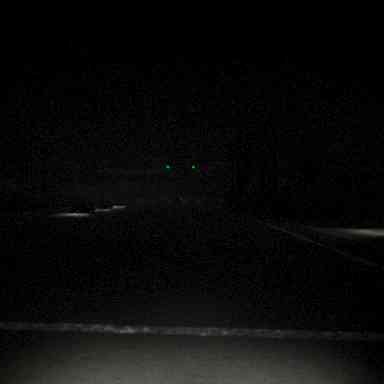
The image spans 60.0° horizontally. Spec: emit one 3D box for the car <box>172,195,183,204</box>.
[{"bbox_3d":[-3.466,1.820,74.812,1.882,1.535,5.008,0,0,0],"label":"car"}]

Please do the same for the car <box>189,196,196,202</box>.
[{"bbox_3d":[0.039,1.786,85.533,1.812,1.442,4.674,0,0,0],"label":"car"}]

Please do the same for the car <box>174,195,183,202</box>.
[{"bbox_3d":[-3.461,1.621,85.053,2.097,1.767,4.553,0,0,0],"label":"car"}]

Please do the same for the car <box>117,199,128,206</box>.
[{"bbox_3d":[-13.970,2.006,65.645,1.895,1.301,4.718,0,0,0],"label":"car"}]

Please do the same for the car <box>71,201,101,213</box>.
[{"bbox_3d":[-14.082,1.987,43.769,2.033,1.411,5.357,0,0,0],"label":"car"}]

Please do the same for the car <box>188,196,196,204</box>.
[{"bbox_3d":[0.035,1.862,75.405,1.812,1.442,4.674,0,0,0],"label":"car"}]

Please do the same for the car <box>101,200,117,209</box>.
[{"bbox_3d":[-14.054,1.975,53.726,1.812,1.442,4.674,0,0,0],"label":"car"}]
